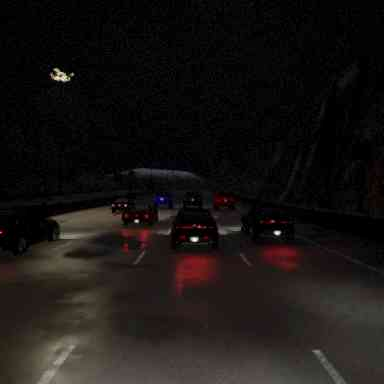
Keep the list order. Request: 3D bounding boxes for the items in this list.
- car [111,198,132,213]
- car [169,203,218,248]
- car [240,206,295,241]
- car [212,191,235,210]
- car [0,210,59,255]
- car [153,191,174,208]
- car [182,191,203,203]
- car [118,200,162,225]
[{"bbox_3d":[-6.920,1.317,34.194,2.033,1.411,5.357,0,1,0],"label":"car"},{"bbox_3d":[0.092,1.458,14.545,1.837,1.490,4.892,0,0,0],"label":"car"},{"bbox_3d":[3.591,1.447,16.412,1.837,1.490,4.892,0,0,0],"label":"car"},{"bbox_3d":[3.578,0.936,38.082,2.150,2.045,5.566,0,1,0],"label":"car"},{"bbox_3d":[-6.907,1.467,13.125,1.837,1.490,4.892,0,0,0],"label":"car"},{"bbox_3d":[-3.424,0.904,40.412,2.150,2.045,5.566,0,1,0],"label":"car"},{"bbox_3d":[0.078,0.931,38.444,2.150,2.045,5.566,0,1,0],"label":"car"},{"bbox_3d":[-3.413,1.494,22.741,1.895,1.301,4.718,0,0,0],"label":"car"}]
